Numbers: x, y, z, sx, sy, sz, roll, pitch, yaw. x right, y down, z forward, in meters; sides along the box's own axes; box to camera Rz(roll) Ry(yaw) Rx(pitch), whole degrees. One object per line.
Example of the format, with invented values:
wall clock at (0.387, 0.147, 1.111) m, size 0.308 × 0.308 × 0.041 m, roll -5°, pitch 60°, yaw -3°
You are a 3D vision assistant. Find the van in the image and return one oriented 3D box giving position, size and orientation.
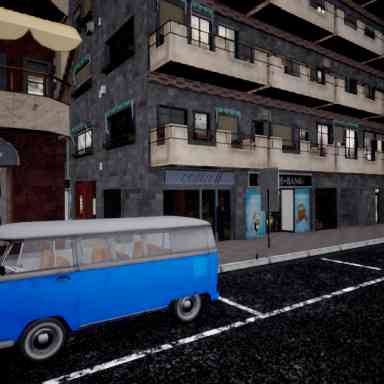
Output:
van at (-1.423, 1.341, 5.554) m, size 3.998 × 1.788 × 1.690 m, roll 0°, pitch 0°, yaw -35°
